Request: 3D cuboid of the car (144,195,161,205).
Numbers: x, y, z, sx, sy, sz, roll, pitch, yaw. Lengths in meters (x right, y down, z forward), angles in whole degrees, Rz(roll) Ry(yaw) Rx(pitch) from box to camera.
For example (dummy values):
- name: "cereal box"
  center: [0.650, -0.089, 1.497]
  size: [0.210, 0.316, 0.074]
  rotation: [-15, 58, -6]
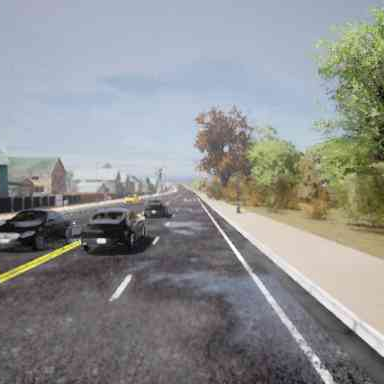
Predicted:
- name: "car"
  center: [-6.548, 1.296, 55.454]
  size: [2.033, 1.411, 5.357]
  rotation: [0, 0, 1]

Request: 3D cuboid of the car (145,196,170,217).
- name: "car"
  center: [-3.152, 1.378, 29.862]
  size: [1.837, 1.490, 4.892]
  rotation: [0, 0, 0]

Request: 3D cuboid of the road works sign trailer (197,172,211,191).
- name: "road works sign trailer"
  center: [1.877, -2.045, 66.220]
  size: [2.880, 3.560, 2.380]
  rotation: [24, -13, -6]

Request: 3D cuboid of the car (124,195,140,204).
- name: "car"
  center: [-9.810, 1.233, 54.259]
  size: [1.882, 1.535, 5.008]
  rotation: [0, 0, 0]

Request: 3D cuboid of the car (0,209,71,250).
- name: "car"
  center: [-6.600, 1.466, 14.056]
  size: [1.812, 1.442, 4.674]
  rotation: [0, 0, 0]

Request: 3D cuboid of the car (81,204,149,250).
- name: "car"
  center: [-3.151, 1.446, 13.971]
  size: [1.837, 1.490, 4.892]
  rotation: [0, 0, 0]
